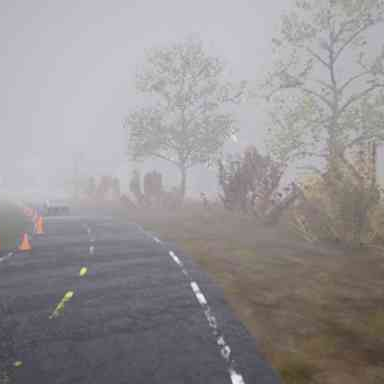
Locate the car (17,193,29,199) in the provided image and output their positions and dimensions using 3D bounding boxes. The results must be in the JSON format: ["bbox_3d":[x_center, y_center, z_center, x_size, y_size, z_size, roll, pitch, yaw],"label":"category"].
[{"bbox_3d":[-33.441,0.870,65.700,1.882,1.535,5.008,0,1,-30],"label":"car"}]

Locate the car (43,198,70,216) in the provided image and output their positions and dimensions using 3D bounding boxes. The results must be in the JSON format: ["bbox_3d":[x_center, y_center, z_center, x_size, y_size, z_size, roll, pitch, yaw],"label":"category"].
[{"bbox_3d":[-12.630,1.284,30.960,1.882,1.535,5.008,0,1,-30],"label":"car"}]

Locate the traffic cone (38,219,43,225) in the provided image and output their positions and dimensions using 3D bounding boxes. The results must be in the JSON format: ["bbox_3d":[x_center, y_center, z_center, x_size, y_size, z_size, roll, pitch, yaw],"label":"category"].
[{"bbox_3d":[-7.936,1.853,17.382,0.340,0.580,0.340,0,1,-21],"label":"traffic cone"}]

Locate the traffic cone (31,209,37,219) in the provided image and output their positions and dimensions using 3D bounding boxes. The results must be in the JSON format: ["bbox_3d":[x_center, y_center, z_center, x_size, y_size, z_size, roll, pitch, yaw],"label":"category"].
[{"bbox_3d":[-12.207,1.800,26.013,0.340,0.580,0.340,0,1,-30],"label":"traffic cone"}]

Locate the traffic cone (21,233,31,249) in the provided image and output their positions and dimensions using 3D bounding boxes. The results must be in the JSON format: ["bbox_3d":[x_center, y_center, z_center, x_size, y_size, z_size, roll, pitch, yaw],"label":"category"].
[{"bbox_3d":[-6.419,1.884,12.862,0.340,0.580,0.340,0,1,-16],"label":"traffic cone"}]

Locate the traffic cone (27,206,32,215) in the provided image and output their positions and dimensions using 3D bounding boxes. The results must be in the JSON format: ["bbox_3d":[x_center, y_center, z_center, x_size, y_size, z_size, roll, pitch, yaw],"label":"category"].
[{"bbox_3d":[-14.673,1.775,30.363,0.340,0.580,0.340,0,1,-30],"label":"traffic cone"}]

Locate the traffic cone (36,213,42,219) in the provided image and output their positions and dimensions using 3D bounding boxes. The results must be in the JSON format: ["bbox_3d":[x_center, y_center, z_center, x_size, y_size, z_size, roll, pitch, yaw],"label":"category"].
[{"bbox_3d":[-9.867,1.825,21.742,0.340,0.580,0.340,0,1,-27],"label":"traffic cone"}]

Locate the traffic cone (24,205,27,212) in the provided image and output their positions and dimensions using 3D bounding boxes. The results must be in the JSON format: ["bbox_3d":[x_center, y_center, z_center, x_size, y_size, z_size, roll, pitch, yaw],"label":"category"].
[{"bbox_3d":[-17.138,1.749,34.713,0.340,0.580,0.340,0,1,-30],"label":"traffic cone"}]

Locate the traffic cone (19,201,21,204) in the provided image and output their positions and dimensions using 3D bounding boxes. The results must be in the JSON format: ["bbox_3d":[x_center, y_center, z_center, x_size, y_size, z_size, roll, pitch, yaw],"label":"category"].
[{"bbox_3d":[-22.069,1.694,43.412,0.340,0.580,0.340,0,1,-30],"label":"traffic cone"}]
